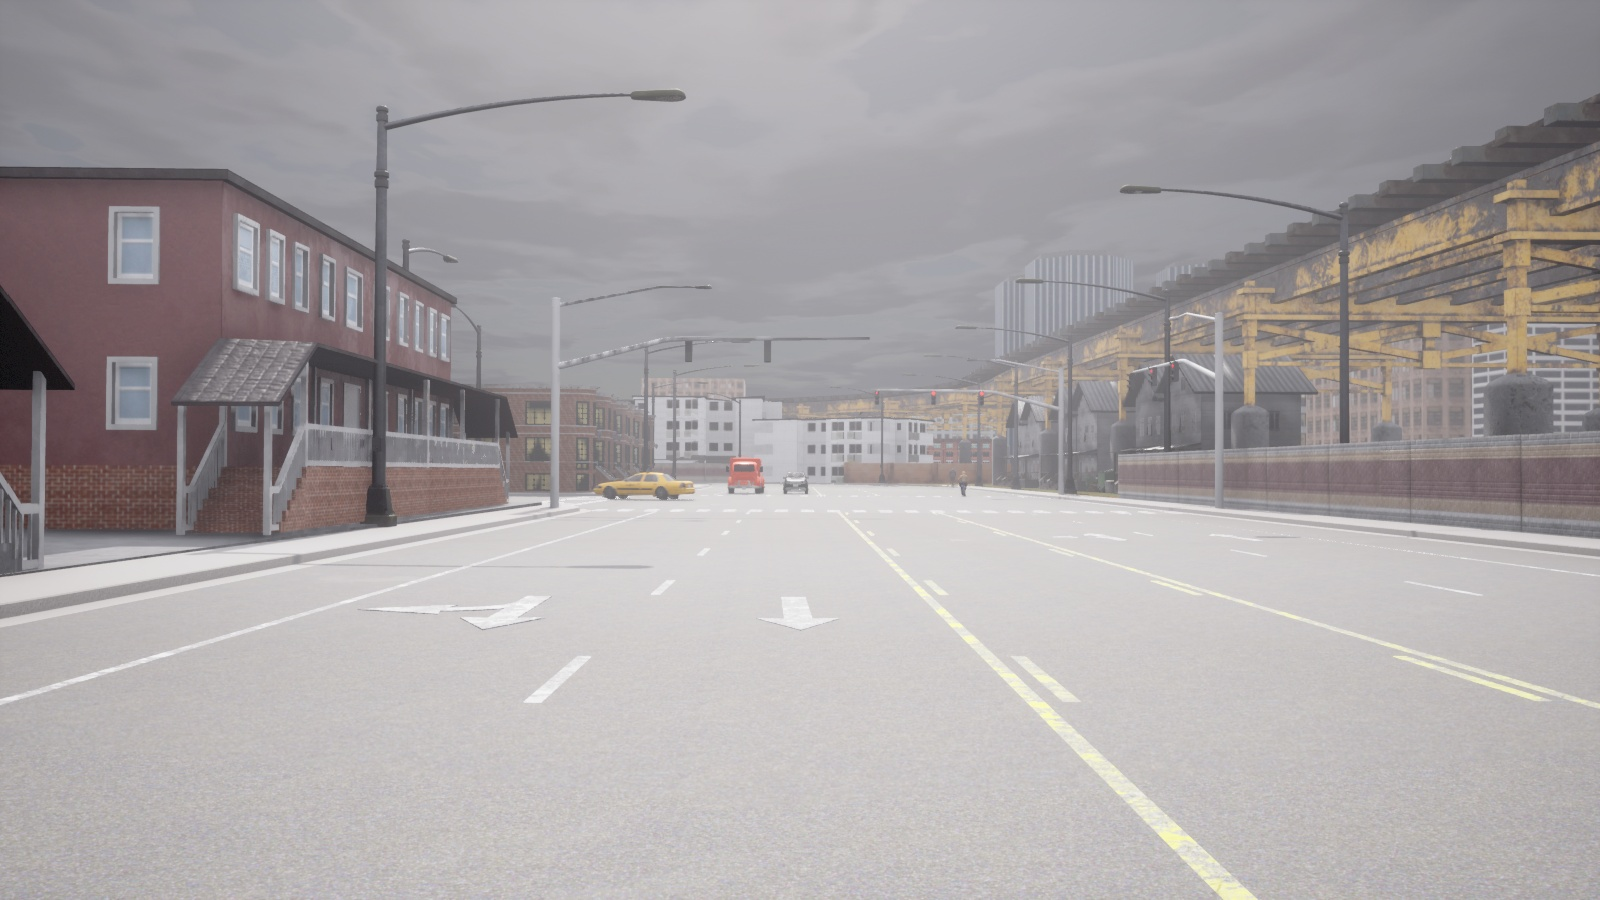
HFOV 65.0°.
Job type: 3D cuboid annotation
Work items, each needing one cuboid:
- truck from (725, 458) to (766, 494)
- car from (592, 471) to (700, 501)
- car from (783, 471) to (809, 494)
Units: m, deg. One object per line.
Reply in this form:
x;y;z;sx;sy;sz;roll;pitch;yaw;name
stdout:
-3.769;1.805;87.320;2.627;2.467;5.204;0;-1;0;truck
-8.156;1.902;66.603;5.366;1.575;1.801;0;-1;15;car
-0.259;2.240;86.340;1.789;1.549;3.705;0;-1;0;car
